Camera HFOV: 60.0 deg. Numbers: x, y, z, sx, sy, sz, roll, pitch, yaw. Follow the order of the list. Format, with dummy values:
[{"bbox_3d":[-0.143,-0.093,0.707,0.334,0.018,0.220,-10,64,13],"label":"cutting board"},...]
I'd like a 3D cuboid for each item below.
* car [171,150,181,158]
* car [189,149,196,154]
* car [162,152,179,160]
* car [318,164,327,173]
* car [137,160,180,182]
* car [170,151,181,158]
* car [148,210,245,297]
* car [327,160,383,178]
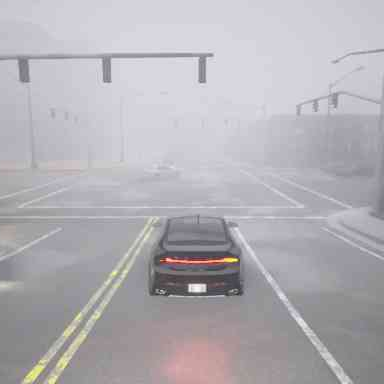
[{"bbox_3d":[-3.413,-8.072,70.969,1.882,1.535,5.008,0,9,0],"label":"car"},{"bbox_3d":[0.110,-10.966,90.285,1.994,1.385,4.181,0,9,0],"label":"car"},{"bbox_3d":[-3.535,-4.880,50.660,2.033,1.411,5.357,0,9,0],"label":"car"},{"bbox_3d":[16.319,-2.727,36.259,4.902,1.511,2.128,0,9,0],"label":"car"},{"bbox_3d":[-3.035,-1.851,30.815,1.812,1.442,4.674,7,11,36],"label":"car"},{"bbox_3d":[-3.493,-6.635,60.791,2.097,1.767,4.553,0,9,0],"label":"car"},{"bbox_3d":[0.082,1.203,7.996,1.837,1.490,4.892,0,4,0],"label":"car"},{"bbox_3d":[16.683,-2.140,32.809,5.357,1.411,2.033,0,9,2],"label":"car"}]
